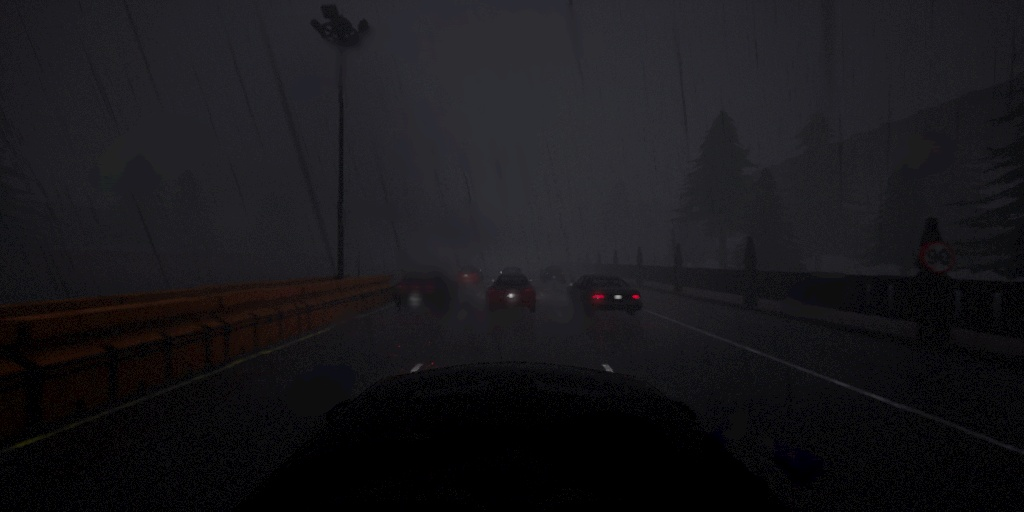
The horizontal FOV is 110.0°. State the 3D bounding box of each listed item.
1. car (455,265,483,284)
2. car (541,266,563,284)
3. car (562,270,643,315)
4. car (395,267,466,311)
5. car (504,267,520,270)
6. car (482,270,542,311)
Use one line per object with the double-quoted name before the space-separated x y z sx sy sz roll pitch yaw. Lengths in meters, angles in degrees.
"car" -3.481 1.628 30.330 1.994 1.385 4.181 0 -1 1
"car" 3.526 1.593 30.738 1.812 1.442 4.674 0 0 0
"car" 3.510 1.436 14.371 2.033 1.411 5.357 0 -1 0
"car" -3.481 1.392 15.334 2.128 1.511 4.902 0 0 0
"car" 0.011 1.600 29.353 2.033 1.411 5.357 0 -1 0
"car" 0.018 1.463 15.302 1.994 1.385 4.181 0 -1 1
